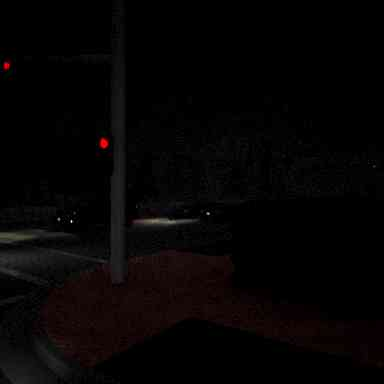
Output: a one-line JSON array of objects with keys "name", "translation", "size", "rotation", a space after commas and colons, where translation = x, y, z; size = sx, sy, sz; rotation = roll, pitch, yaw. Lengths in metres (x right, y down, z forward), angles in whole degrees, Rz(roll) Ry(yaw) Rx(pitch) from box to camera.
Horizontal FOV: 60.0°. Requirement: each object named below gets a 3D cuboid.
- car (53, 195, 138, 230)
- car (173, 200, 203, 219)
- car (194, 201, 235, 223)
[{"name": "car", "translation": [-5.979, 1.221, 21.385], "size": [2.150, 2.045, 5.566], "rotation": [0, 0, 38]}, {"name": "car", "translation": [0.386, 1.478, 29.401], "size": [1.882, 1.535, 5.008], "rotation": [0, 0, 39]}, {"name": "car", "translation": [2.443, 1.564, 26.057], "size": [1.994, 1.385, 4.181], "rotation": [0, 0, 38]}]
